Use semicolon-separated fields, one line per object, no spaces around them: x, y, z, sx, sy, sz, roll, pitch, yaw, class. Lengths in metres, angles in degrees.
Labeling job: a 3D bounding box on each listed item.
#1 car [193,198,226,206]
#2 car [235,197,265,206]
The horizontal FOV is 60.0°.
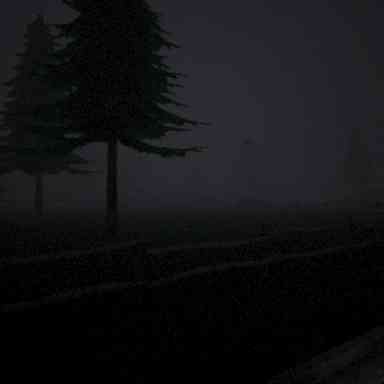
2.907;1.640;55.225;5.357;1.411;2.033;0;0;18;car
9.676;1.614;55.707;4.892;1.490;1.837;0;0;30;car
